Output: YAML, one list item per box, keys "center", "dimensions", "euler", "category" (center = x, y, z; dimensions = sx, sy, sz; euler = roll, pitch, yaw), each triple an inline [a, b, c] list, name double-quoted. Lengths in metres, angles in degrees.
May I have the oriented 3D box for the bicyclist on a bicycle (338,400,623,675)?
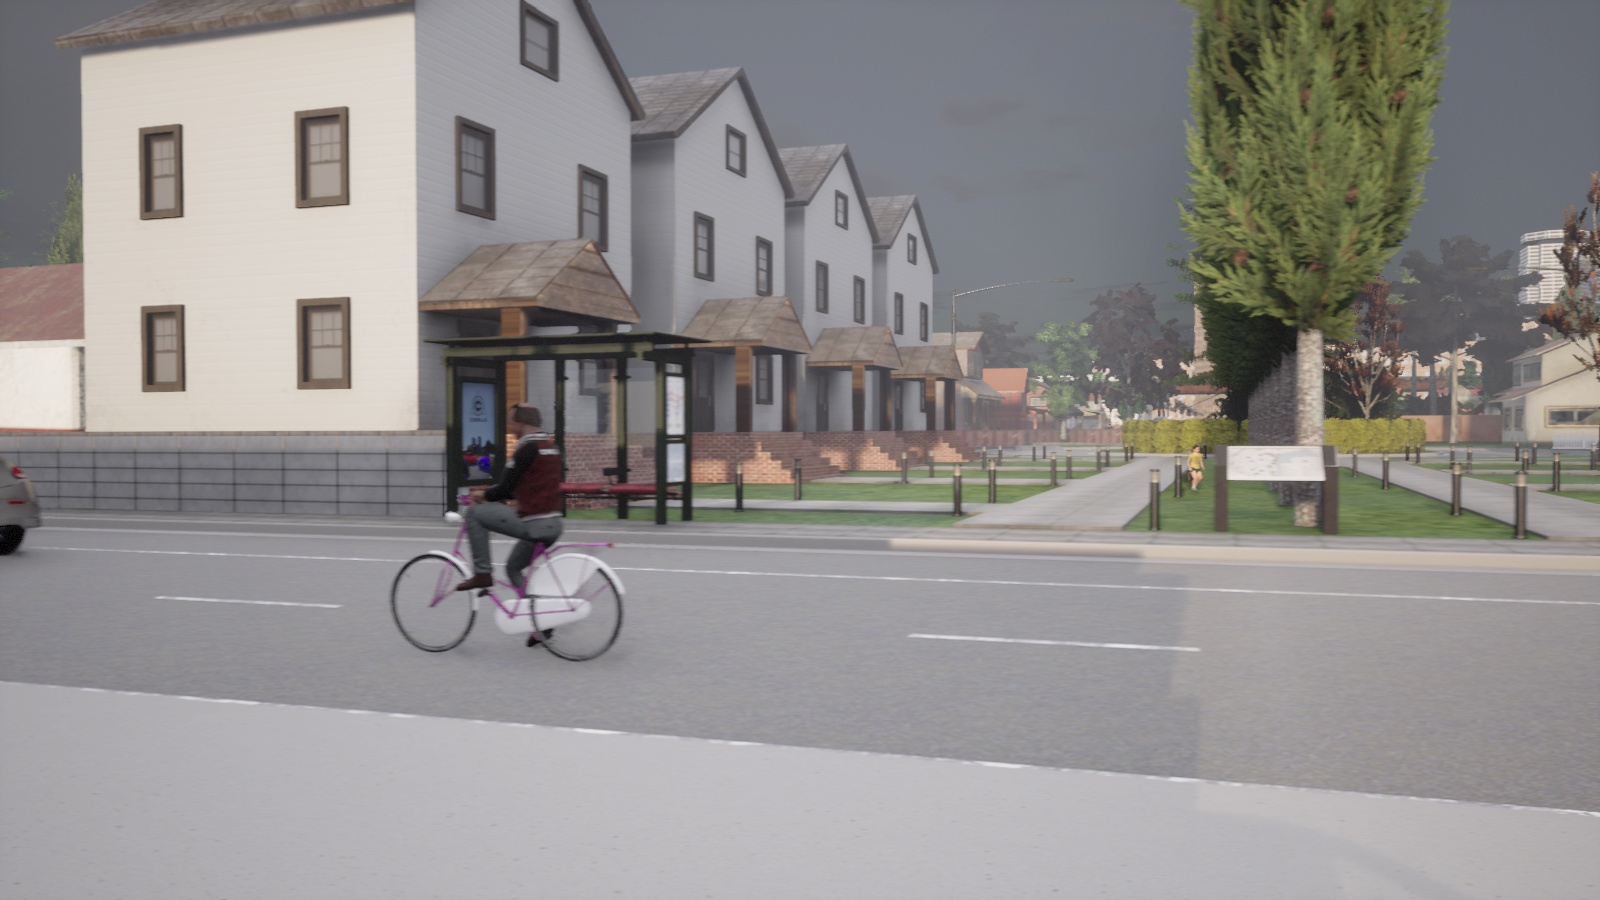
- center: [-2.211, 0.547, 8.696]
  dimensions: [1.843, 1.776, 0.659]
  euler: [1, 1, 19]
  category: "bicyclist on a bicycle"

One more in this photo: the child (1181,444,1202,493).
- center: [8.956, 0.427, 28.736]
  dimensions: [0.255, 1.110, 0.394]
  euler: [0, 1, -17]
  category: "child"

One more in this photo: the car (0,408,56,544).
- center: [-12.211, 0.299, 15.837]
  dimensions: [5.027, 1.651, 2.152]
  euler: [1, 1, 20]
  category: "car"
